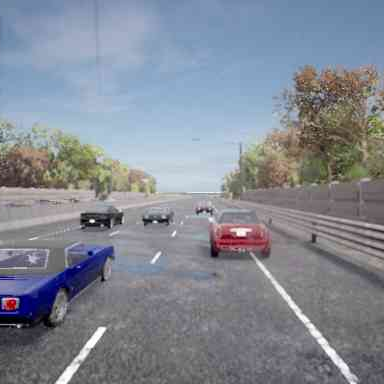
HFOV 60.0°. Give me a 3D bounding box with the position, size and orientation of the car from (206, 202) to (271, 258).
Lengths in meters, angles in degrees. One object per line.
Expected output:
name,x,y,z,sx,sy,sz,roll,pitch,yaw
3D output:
car,1.751,1.445,13.428,2.097,1.767,4.553,0,0,2

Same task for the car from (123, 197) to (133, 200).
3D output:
car,-14.773,1.937,75.995,2.097,1.767,4.553,0,-1,2

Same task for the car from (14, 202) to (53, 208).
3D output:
car,-16.301,1.786,35.490,2.128,1.511,4.902,0,0,2

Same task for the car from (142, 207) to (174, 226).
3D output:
car,-2.455,1.792,25.281,1.895,1.301,4.718,0,0,2

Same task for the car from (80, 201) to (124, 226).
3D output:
car,-6.042,1.657,22.905,1.882,1.535,5.008,0,0,2

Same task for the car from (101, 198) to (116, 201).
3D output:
car,-18.315,2.123,74.838,1.812,1.442,4.674,0,-1,2

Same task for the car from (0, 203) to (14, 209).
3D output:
car,-19.826,1.844,34.911,2.033,1.411,5.357,0,0,2

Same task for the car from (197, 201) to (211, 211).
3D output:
car,1.759,1.961,48.175,1.895,1.301,4.718,0,0,2

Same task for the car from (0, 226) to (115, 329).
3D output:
car,-3.099,1.655,7.059,1.895,1.301,4.718,0,0,2

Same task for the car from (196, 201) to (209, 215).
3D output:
car,1.453,1.884,38.159,1.895,1.301,4.718,0,0,2

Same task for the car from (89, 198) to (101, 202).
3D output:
car,-21.784,2.139,75.794,2.033,1.411,5.357,0,-1,2
